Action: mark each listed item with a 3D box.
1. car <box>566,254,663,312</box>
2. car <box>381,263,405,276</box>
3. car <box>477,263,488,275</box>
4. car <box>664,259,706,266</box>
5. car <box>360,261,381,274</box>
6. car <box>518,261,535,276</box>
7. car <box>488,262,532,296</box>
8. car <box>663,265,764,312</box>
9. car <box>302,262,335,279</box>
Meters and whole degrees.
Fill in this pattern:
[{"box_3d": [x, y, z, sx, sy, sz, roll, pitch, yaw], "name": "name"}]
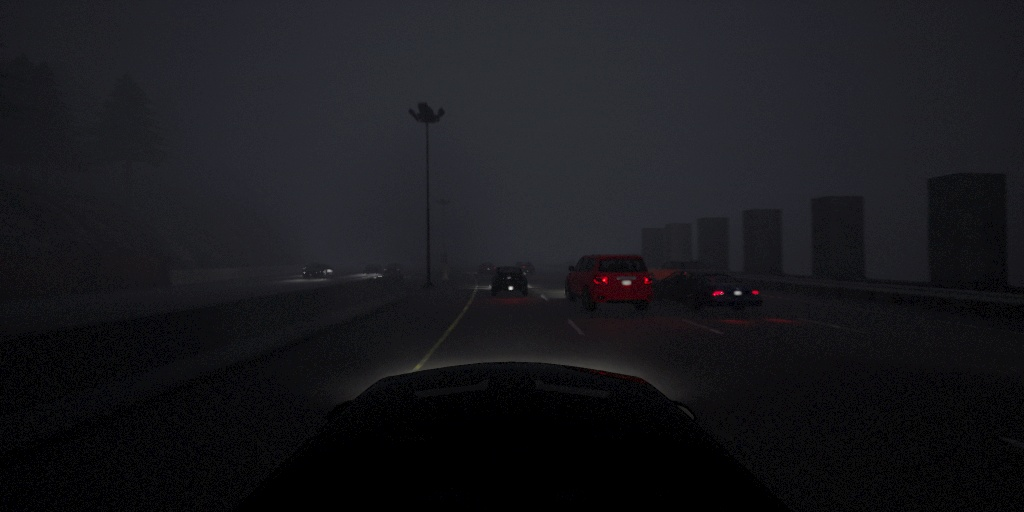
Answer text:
[{"box_3d": [3.627, 0.964, 14.311, 2.150, 2.045, 5.566, 0, 0, -2], "name": "car"}, {"box_3d": [-14.037, 1.546, 42.881, 1.812, 1.442, 4.674, -1, 0, -11], "name": "car"}, {"box_3d": [-3.051, 1.458, 42.626, 1.994, 1.385, 4.181, 0, 0, -11], "name": "car"}, {"box_3d": [10.112, 1.038, 21.797, 2.097, 1.767, 4.553, -1, 0, -4], "name": "car"}, {"box_3d": [-18.892, 1.693, 48.866, 1.895, 1.301, 4.718, -1, 0, -13], "name": "car"}, {"box_3d": [1.180, 1.327, 38.951, 2.128, 1.511, 4.902, 0, 0, -10], "name": "car"}, {"box_3d": [-0.231, 1.307, 19.975, 1.837, 1.490, 4.892, 0, 0, -4], "name": "car"}, {"box_3d": [7.160, 1.248, 14.019, 2.033, 1.411, 5.357, -1, 0, -2], "name": "car"}, {"box_3d": [-20.154, 1.582, 37.558, 1.837, 1.490, 4.892, -1, 0, -9], "name": "car"}]
